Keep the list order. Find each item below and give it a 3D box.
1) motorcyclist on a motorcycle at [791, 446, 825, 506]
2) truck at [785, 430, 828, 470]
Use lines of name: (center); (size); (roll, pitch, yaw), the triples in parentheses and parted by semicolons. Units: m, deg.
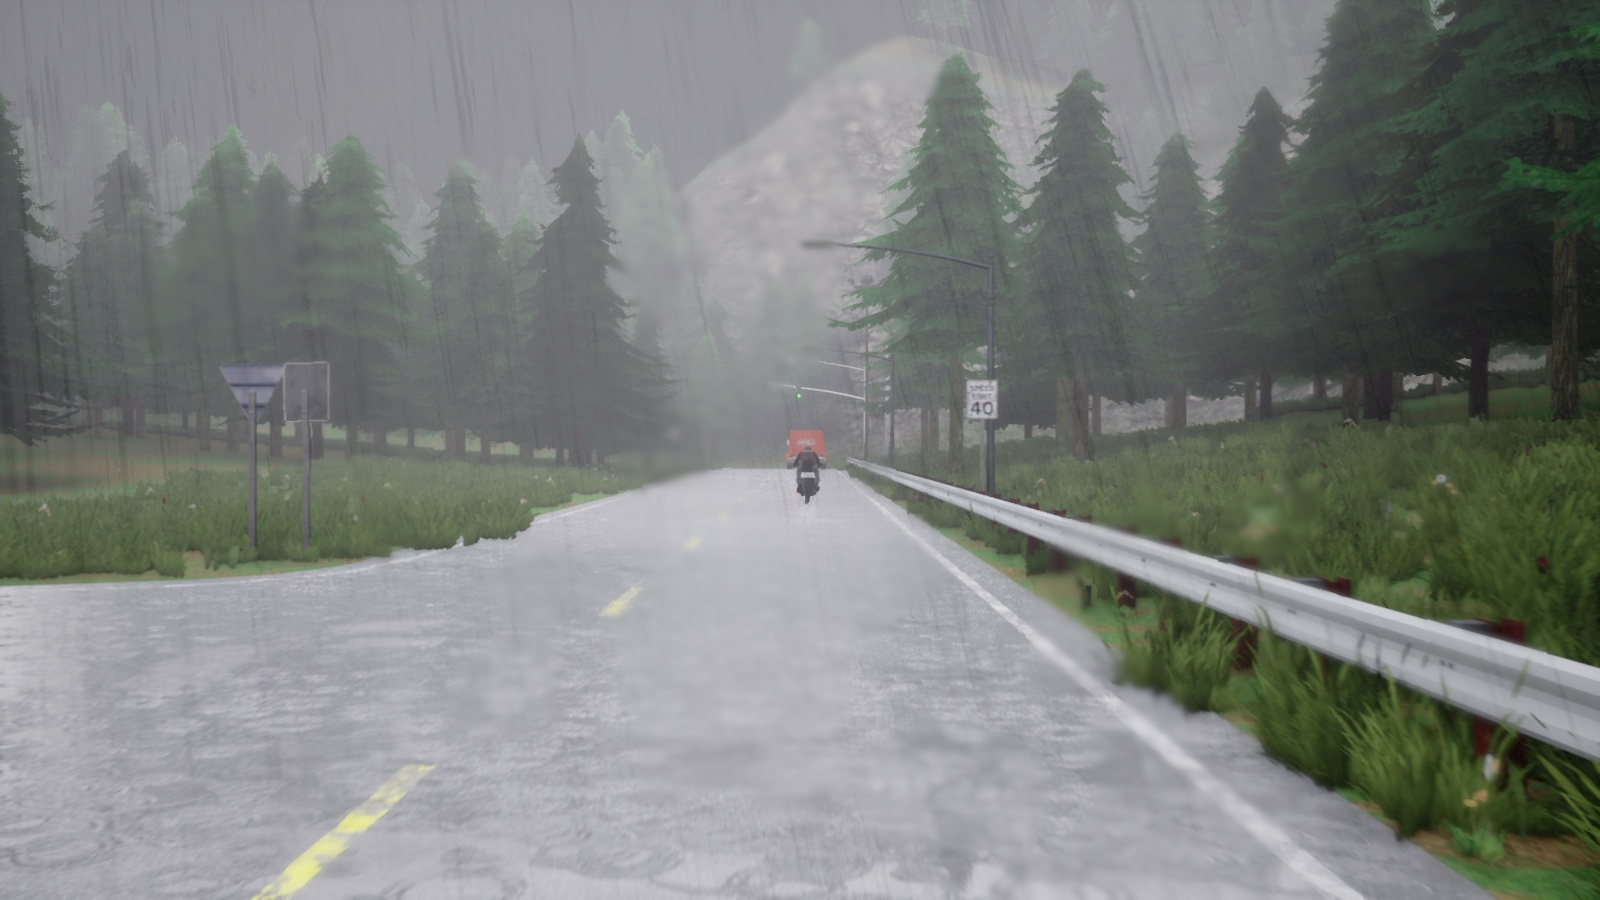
motorcyclist on a motorcycle: (0.207, 0.661, 33.309); (0.866, 1.530, 2.191); (0, 0, 0)
truck: (0.377, -0.014, 80.070); (2.627, 2.467, 5.204); (0, 1, -1)
